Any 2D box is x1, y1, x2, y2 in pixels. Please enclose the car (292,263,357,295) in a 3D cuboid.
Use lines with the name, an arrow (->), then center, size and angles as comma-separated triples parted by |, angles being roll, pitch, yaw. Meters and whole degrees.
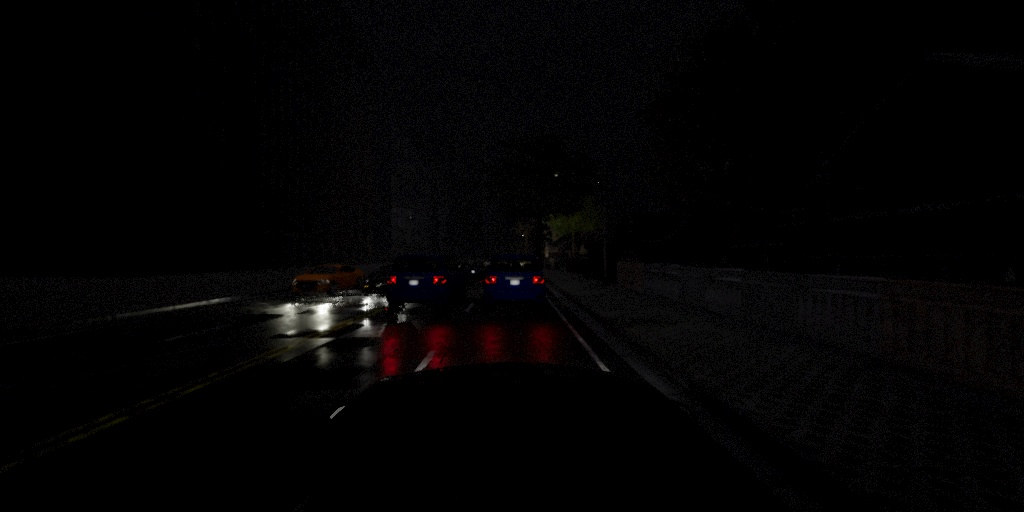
car -> -9.845, 1.184, 19.573 | 1.882, 1.535, 5.008 | 0, 0, 0

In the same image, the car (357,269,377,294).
car -> -6.594, 1.211, 20.156 | 1.837, 1.490, 4.892 | 0, 0, 0

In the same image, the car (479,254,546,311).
car -> 0.098, 0.940, 14.273 | 2.150, 2.045, 5.566 | 0, 0, 0

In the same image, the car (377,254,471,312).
car -> -3.153, 0.940, 14.217 | 2.150, 2.045, 5.566 | 0, 0, 0

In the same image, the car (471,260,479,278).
car -> -3.148, 1.251, 31.054 | 1.994, 1.385, 4.181 | 0, 0, 0
